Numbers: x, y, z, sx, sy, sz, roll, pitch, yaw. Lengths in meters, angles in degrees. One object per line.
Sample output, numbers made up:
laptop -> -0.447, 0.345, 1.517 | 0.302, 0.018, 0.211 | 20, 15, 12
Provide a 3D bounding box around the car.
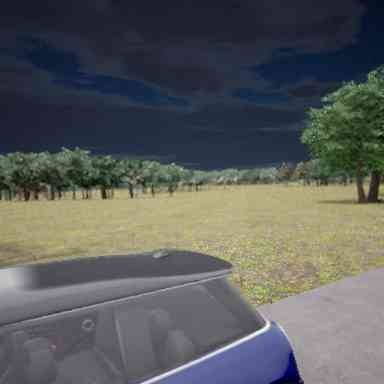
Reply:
car -> -1.357, 1.350, 2.097 | 4.553, 1.767, 2.097 | -2, 1, -36
